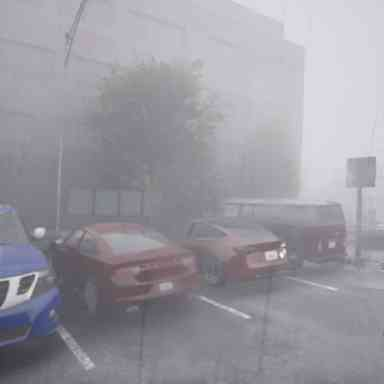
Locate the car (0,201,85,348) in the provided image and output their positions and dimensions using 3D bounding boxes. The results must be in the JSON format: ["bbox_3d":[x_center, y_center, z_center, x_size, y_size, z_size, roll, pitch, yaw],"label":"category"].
[{"bbox_3d":[-4.093,1.227,6.012,2.435,2.045,5.566,-1,1,-35],"label":"car"}]

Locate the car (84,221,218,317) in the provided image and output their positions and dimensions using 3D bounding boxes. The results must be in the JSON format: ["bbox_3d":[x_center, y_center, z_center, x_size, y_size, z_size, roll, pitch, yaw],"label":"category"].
[{"bbox_3d":[-1.880,1.445,7.624,2.097,1.535,5.008,-1,1,-36],"label":"car"}]

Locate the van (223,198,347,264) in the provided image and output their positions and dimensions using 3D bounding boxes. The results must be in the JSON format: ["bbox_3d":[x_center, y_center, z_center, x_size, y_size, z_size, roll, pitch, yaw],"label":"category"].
[{"bbox_3d":[2.626,1.207,10.981,1.878,1.987,4.442,0,0,-35],"label":"van"}]

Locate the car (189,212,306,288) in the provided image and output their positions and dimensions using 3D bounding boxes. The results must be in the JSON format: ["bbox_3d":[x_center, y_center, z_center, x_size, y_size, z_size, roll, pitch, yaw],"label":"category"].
[{"bbox_3d":[0.408,1.457,9.292,2.163,1.488,4.792,0,0,-35],"label":"car"}]
